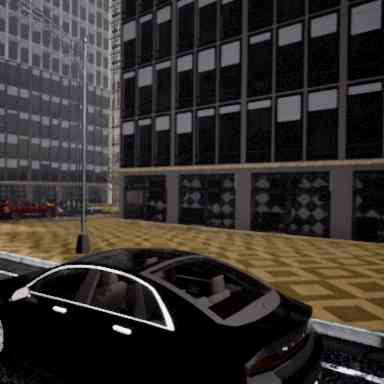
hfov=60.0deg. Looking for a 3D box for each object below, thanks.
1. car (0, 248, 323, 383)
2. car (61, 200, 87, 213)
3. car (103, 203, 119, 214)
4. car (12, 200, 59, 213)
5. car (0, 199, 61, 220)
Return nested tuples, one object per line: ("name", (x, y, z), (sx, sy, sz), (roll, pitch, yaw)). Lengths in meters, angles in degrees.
("car", (-0.913, 1.506, 4.337), (4.892, 1.490, 1.837), (0, 0, 36))
("car", (-15.021, 1.708, 40.077), (1.837, 1.490, 4.892), (1, 0, 37))
("car", (-8.277, 1.848, 39.469), (1.752, 1.417, 4.829), (0, 0, 37))
("car", (-18.572, 1.668, 39.652), (1.752, 1.417, 4.829), (1, 0, 37))
("car", (-15.092, 1.539, 30.270), (2.192, 1.841, 5.009), (0, 0, 37))
